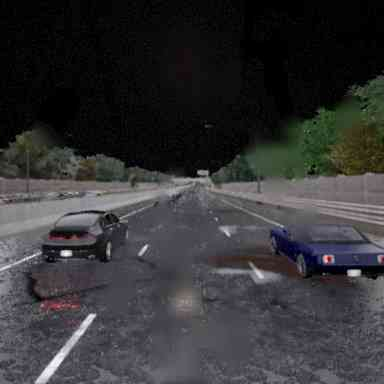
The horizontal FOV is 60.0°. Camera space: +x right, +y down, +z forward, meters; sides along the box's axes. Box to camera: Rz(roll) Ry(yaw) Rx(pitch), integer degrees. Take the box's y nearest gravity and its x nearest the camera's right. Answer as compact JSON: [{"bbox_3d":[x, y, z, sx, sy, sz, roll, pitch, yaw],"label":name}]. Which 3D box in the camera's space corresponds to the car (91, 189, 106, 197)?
[{"bbox_3d":[-21.005,0.215,74.899,1.882,1.535,5.008,0,1,0],"label":"car"}]

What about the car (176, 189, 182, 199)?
[{"bbox_3d":[-3.504,0.647,62.163,2.163,1.488,4.792,0,1,0],"label":"car"}]

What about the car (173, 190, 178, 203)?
[{"bbox_3d":[-3.504,0.848,51.134,1.812,1.442,4.674,0,1,0],"label":"car"}]

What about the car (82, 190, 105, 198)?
[{"bbox_3d":[-14.063,0.861,47.177,1.882,1.535,5.008,0,1,1],"label":"car"}]

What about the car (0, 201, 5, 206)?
[{"bbox_3d":[-21.084,1.182,33.497,1.895,1.301,4.718,0,1,0],"label":"car"}]

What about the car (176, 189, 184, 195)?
[{"bbox_3d":[-3.507,-0.066,95.098,2.097,1.767,4.553,0,1,0],"label":"car"}]

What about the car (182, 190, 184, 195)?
[{"bbox_3d":[-3.505,0.464,73.163,2.163,1.488,4.792,0,1,0],"label":"car"}]

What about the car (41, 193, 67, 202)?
[{"bbox_3d":[-17.572,0.956,42.598,1.837,1.490,4.892,0,1,0],"label":"car"}]

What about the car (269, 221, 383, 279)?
[{"bbox_3d":[3.599,1.483,9.587,1.895,1.301,4.718,0,1,0],"label":"car"}]

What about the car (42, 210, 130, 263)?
[{"bbox_3d":[-3.400,1.367,11.413,1.837,1.490,4.892,0,1,0],"label":"car"}]

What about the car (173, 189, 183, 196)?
[{"bbox_3d":[-3.506,0.127,84.099,2.097,1.767,4.553,0,1,0],"label":"car"}]

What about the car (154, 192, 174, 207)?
[{"bbox_3d":[-3.503,0.991,40.135,1.837,1.490,4.892,0,1,0],"label":"car"}]
